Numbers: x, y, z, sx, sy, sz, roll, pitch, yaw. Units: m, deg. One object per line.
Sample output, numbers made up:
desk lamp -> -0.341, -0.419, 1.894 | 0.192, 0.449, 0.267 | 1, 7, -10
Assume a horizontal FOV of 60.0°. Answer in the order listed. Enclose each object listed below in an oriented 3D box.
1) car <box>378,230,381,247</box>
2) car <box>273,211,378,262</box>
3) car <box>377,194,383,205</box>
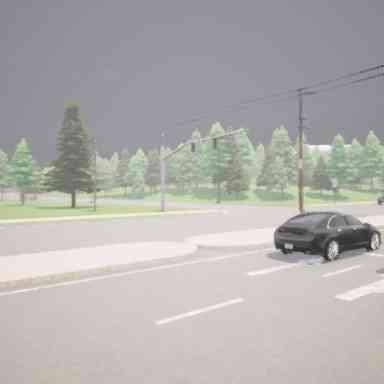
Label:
car -> 7.571, 1.421, 9.575 | 5.008, 1.535, 1.882 | 0, 0, -37
car -> 4.994, 1.457, 12.020 | 4.892, 1.490, 1.837 | -1, 0, -37
car -> 31.533, 0.951, 52.644 | 5.566, 2.045, 2.150 | -2, 1, -37
